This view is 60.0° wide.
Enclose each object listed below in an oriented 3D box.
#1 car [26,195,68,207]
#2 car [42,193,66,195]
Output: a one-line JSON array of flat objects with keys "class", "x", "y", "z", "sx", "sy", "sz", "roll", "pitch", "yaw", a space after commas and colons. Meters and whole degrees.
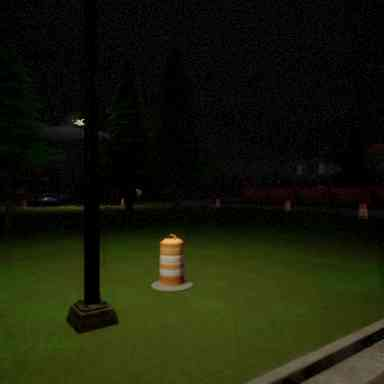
[{"class": "car", "x": -20.961, "y": 1.486, "z": 47.547, "sx": 5.357, "sy": 1.411, "sz": 2.033, "roll": 0, "pitch": 0, "yaw": -36}, {"class": "car", "x": -22.024, "y": 1.144, "z": 51.079, "sx": 5.566, "sy": 2.045, "sz": 2.150, "roll": -2, "pitch": 1, "yaw": -36}]
